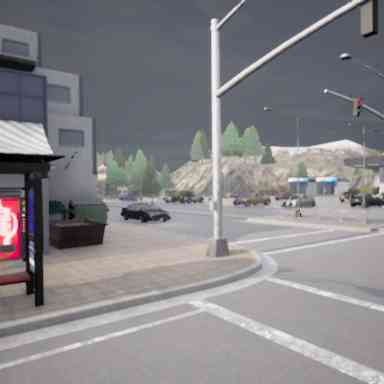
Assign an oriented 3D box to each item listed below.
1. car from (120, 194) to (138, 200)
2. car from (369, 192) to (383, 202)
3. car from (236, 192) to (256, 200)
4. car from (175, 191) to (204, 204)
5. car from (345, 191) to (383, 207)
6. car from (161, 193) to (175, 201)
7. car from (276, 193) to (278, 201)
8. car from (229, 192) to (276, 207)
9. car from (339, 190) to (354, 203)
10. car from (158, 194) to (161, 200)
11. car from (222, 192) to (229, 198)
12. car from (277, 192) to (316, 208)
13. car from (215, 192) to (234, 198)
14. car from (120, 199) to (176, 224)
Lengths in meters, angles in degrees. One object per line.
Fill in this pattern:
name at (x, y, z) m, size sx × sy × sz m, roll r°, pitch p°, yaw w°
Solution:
car at (-12.872, 1.135, 68.170) m, size 3.633 × 1.501 × 1.845 m, roll -1°, pitch 1°, yaw -36°
car at (30.186, 0.728, 53.115) m, size 3.806 × 1.475 × 1.970 m, roll -1°, pitch 1°, yaw -36°
car at (10.818, 0.804, 66.783) m, size 3.633 × 1.501 × 1.845 m, roll -1°, pitch 1°, yaw -36°
car at (-0.091, 0.832, 50.893) m, size 3.866 × 1.878 × 1.905 m, roll -1°, pitch 1°, yaw -36°
car at (19.264, 0.940, 36.644) m, size 4.514 × 1.523 × 2.007 m, roll -1°, pitch 1°, yaw -36°
car at (-2.123, 0.859, 53.010) m, size 4.605 × 1.855 × 1.932 m, roll -1°, pitch 1°, yaw -36°
car at (16.624, 0.782, 58.650) m, size 4.514 × 1.523 × 2.007 m, roll -1°, pitch 1°, yaw -36°
car at (7.389, 0.907, 40.513) m, size 5.027 × 1.636 × 2.152 m, roll -1°, pitch 1°, yaw -36°
car at (23.326, 0.591, 48.126) m, size 4.605 × 1.855 × 1.932 m, roll -1°, pitch 1°, yaw -36°
car at (-5.109, 1.034, 70.090) m, size 3.806 × 1.475 × 1.970 m, roll -1°, pitch 1°, yaw -36°
car at (10.119, 0.702, 80.880) m, size 5.027 × 1.636 × 2.152 m, roll -1°, pitch 1°, yaw -36°
car at (11.404, 0.980, 35.496) m, size 3.806 × 1.475 × 1.970 m, roll -1°, pitch 1°, yaw -36°
car at (8.243, 0.712, 83.394) m, size 4.514 × 1.523 × 2.007 m, roll -1°, pitch 1°, yaw -36°
car at (-3.673, 1.550, 25.488) m, size 2.033 × 1.411 × 5.357 m, roll -1°, pitch 1°, yaw -36°
